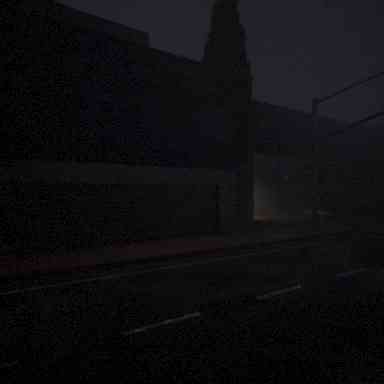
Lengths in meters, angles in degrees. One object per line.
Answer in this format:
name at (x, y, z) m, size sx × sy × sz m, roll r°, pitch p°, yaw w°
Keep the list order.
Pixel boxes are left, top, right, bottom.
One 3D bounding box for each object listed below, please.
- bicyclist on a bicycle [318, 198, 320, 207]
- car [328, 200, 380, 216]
bicyclist on a bicycle at (16.236, 1.205, 43.288) m, size 1.656 × 1.620 × 0.582 m, roll 0°, pitch 0°, yaw -37°
car at (15.280, 1.447, 31.604) m, size 1.812 × 1.442 × 4.674 m, roll 0°, pitch 0°, yaw -37°
